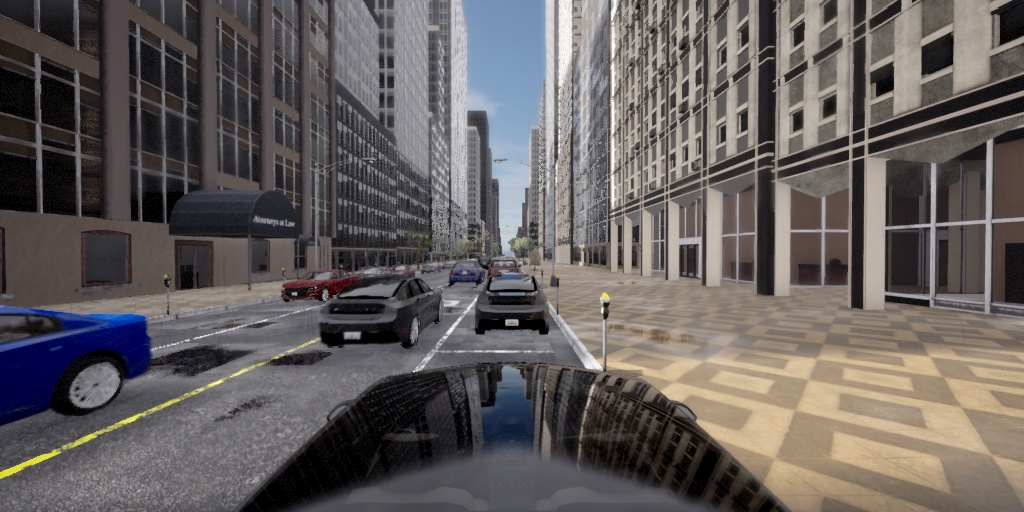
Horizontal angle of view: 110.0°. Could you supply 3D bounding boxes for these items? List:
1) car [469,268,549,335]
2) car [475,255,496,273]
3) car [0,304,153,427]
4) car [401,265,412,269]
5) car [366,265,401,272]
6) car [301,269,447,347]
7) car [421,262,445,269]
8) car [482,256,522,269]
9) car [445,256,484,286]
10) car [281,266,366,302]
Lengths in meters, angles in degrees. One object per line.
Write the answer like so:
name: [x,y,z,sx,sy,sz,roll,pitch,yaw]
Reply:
car: [-0.001,1.252,10.501,1.837,1.490,4.892,0,0,0]
car: [-3.145,0.964,43.519,2.150,2.045,5.566,0,0,0]
car: [-6.248,1.227,3.148,1.882,1.535,5.008,0,0,0]
car: [-8.837,1.327,28.206,1.802,1.307,4.207,0,0,0]
car: [-8.838,1.297,22.523,2.007,1.370,4.403,0,0,0]
car: [-3.045,1.255,9.255,1.837,1.490,4.892,0,0,0]
car: [-8.837,1.294,39.574,2.007,1.370,4.403,0,0,0]
car: [-0.457,1.061,22.523,2.192,1.841,5.009,0,0,0]
car: [-3.047,1.098,25.179,2.097,1.767,4.553,0,0,0]
car: [-8.837,1.292,16.839,1.888,1.381,4.507,0,0,0]
